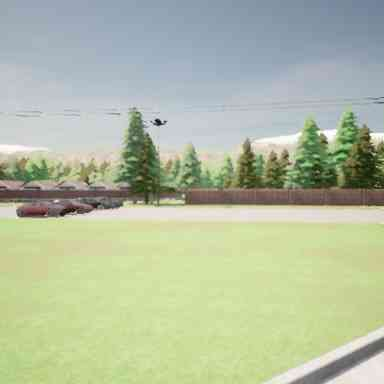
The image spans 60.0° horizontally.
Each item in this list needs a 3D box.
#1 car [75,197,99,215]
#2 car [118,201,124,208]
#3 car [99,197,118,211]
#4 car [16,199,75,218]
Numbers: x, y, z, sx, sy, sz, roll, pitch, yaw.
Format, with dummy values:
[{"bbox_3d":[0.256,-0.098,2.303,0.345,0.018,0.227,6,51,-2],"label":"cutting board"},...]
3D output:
[{"bbox_3d":[-11.794,1.428,31.872,4.674,1.442,1.812,0,0,8],"label":"car"},{"bbox_3d":[-11.141,1.383,42.375,4.892,1.490,1.837,0,0,8],"label":"car"},{"bbox_3d":[-11.633,1.391,38.910,4.892,1.490,1.837,0,0,8],"label":"car"},{"bbox_3d":[-12.719,1.473,28.462,4.181,1.385,1.994,0,0,8],"label":"car"}]
